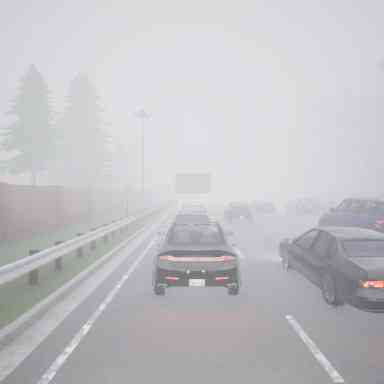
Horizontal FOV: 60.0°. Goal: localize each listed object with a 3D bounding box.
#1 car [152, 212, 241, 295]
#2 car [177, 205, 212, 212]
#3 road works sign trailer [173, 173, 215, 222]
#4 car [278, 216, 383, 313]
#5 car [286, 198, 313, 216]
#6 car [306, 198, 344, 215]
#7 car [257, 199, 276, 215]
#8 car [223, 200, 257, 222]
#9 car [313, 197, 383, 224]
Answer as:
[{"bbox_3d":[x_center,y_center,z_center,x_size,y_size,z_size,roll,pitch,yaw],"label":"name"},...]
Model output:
[{"bbox_3d":[0.094,1.491,8.681,2.128,1.511,4.902,0,0,0],"label":"car"},{"bbox_3d":[0.127,1.473,19.097,1.882,1.535,5.008,0,0,3],"label":"car"},{"bbox_3d":[0.058,0.464,23.017,2.380,3.560,2.880,0,0,-2],"label":"road works sign trailer"},{"bbox_3d":[3.587,1.548,7.915,2.033,1.411,5.357,0,0,0],"label":"car"},{"bbox_3d":[10.575,1.353,32.056,2.097,1.767,4.553,0,0,0],"label":"car"},{"bbox_3d":[14.075,1.491,35.575,2.128,1.511,4.902,0,0,0],"label":"car"},{"bbox_3d":[7.077,1.477,33.734,1.882,1.535,5.008,0,0,0],"label":"car"},{"bbox_3d":[3.582,1.507,26.386,1.837,1.490,4.892,0,1,0],"label":"car"},{"bbox_3d":[7.091,1.224,13.436,2.150,2.045,5.566,0,0,0],"label":"car"}]
